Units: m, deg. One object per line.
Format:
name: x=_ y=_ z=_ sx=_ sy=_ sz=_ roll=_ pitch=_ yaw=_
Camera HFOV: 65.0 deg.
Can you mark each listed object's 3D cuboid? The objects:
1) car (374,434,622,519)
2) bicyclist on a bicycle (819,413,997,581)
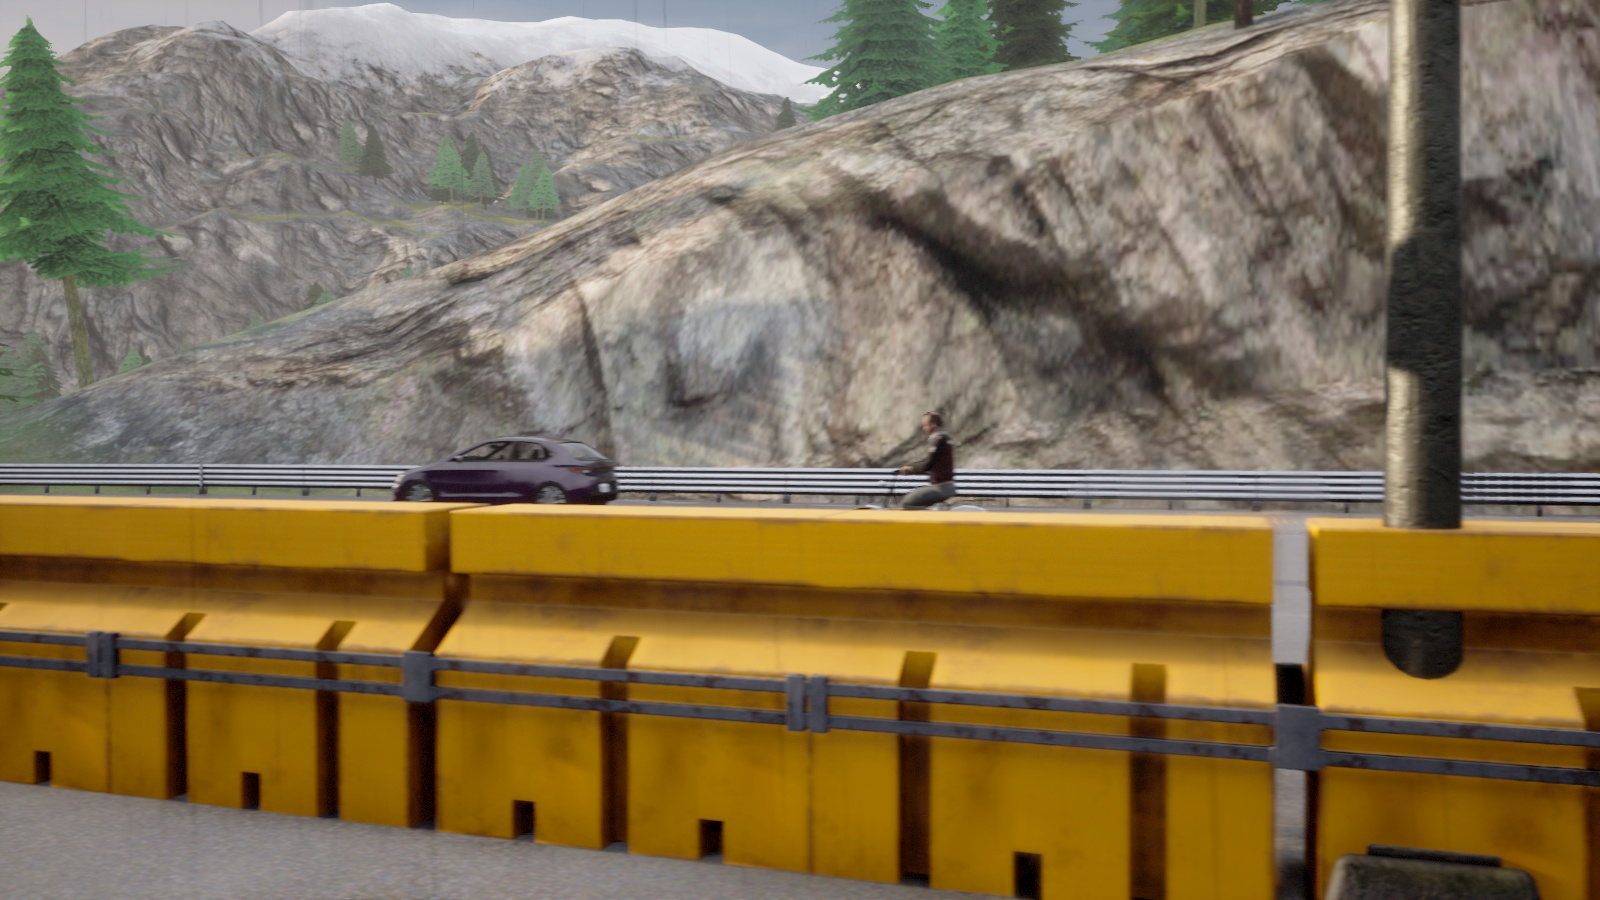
car: x=-5.651 y=0.441 z=23.551 sx=4.193 sy=1.474 sz=1.816 roll=1 pitch=1 yaw=18
bicyclist on a bicycle: x=1.195 y=0.479 z=13.869 sx=1.843 sy=1.776 sz=0.659 roll=1 pitch=1 yaw=19
